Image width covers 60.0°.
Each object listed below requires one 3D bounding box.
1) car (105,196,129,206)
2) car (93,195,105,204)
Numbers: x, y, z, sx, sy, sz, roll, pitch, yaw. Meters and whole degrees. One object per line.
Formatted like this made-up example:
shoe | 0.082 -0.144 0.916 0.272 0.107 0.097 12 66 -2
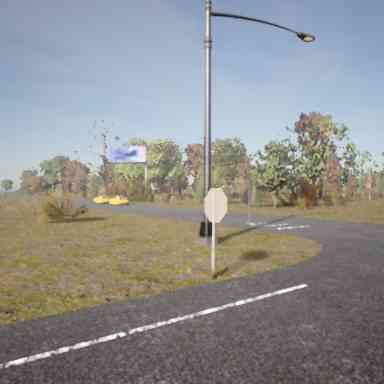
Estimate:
car | -11.922 1.367 54.122 1.882 1.535 5.008 0 0 -33
car | -16.502 1.352 60.862 1.882 1.535 5.008 0 0 -34
